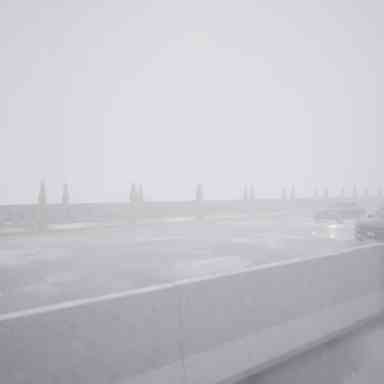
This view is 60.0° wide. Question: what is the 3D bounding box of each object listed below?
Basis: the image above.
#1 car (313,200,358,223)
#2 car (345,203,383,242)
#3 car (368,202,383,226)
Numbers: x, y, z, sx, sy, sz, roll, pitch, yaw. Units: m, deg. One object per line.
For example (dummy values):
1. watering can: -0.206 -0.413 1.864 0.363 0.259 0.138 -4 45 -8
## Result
1. car: 11.044 1.414 24.771 4.892 1.490 1.837 0 0 -35
2. car: 9.242 1.415 14.888 5.008 1.535 1.882 0 0 -35
3. car: 14.122 1.429 22.668 4.674 1.442 1.812 0 0 -35
